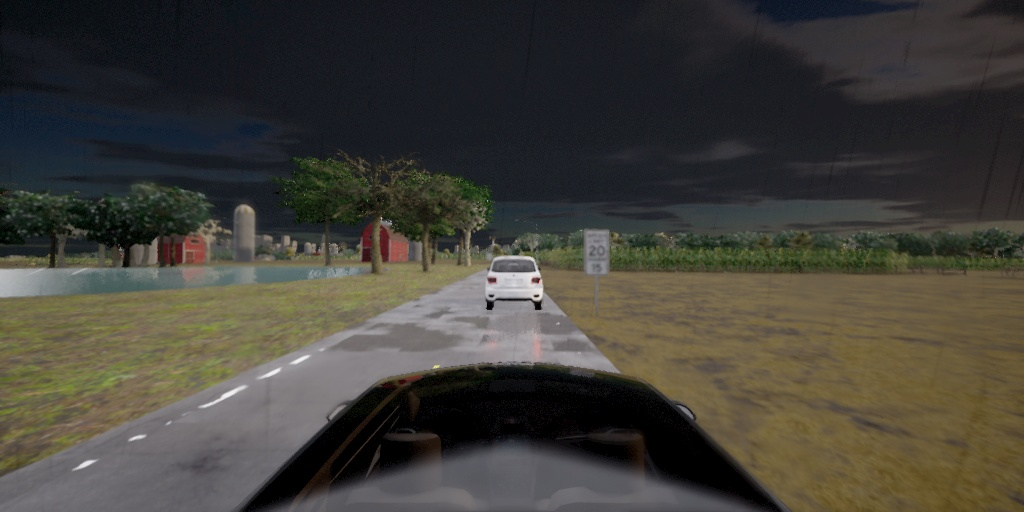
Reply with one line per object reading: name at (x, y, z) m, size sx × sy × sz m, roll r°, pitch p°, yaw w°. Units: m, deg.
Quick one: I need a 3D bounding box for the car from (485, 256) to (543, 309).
car at (0.085, 1.044, 15.379) m, size 2.150 × 2.045 × 5.566 m, roll 0°, pitch 0°, yaw 0°
